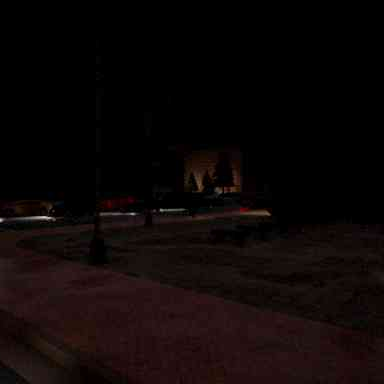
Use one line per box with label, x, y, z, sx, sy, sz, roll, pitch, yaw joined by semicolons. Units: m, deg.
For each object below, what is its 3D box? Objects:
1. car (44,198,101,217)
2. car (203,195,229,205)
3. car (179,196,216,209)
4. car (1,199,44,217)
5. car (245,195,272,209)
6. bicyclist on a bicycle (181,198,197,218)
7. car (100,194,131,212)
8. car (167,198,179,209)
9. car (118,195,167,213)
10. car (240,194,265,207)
car;-11.223;1.564;31.508;1.994;1.385;4.181;0;0;40
car;3.642;1.564;54.530;1.994;1.385;4.181;0;0;41
car;0.836;1.601;45.816;1.895;1.301;4.718;0;0;40
car;-15.875;1.478;31.427;1.882;1.535;5.008;0;0;40
car;9.698;1.491;45.188;2.128;1.511;4.902;0;0;40
bicyclist on a bicycle;-0.259;1.301;26.703;1.656;1.620;0.582;0;0;40
car;-9.474;1.221;39.022;2.150;2.045;5.566;0;0;41
car;-2.870;1.547;46.863;2.033;1.411;5.357;0;0;40
car;-5.564;1.478;38.232;1.882;1.535;5.008;0;0;40
car;9.084;1.505;49.985;1.837;1.490;4.892;0;0;41
